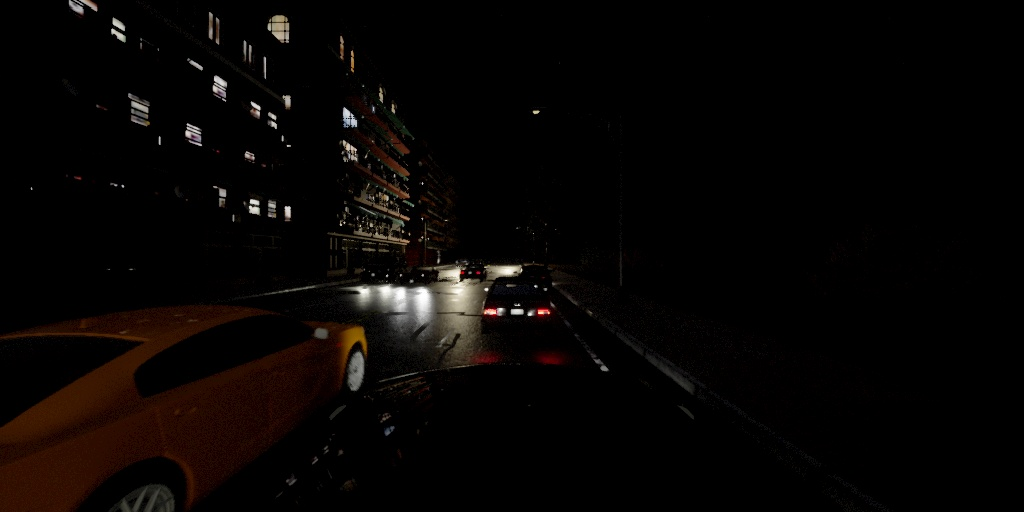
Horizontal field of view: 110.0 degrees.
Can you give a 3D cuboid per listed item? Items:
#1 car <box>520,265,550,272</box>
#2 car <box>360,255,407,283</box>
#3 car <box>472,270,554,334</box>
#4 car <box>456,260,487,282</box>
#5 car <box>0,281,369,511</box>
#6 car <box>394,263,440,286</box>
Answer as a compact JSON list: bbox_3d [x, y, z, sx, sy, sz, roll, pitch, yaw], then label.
[{"bbox_3d":[1.171,1.257,20.240,1.837,1.490,4.892,0,0,0],"label":"car"},{"bbox_3d":[-9.802,0.973,28.083,2.150,2.045,5.566,0,0,0],"label":"car"},{"bbox_3d":[0.117,1.299,10.551,2.033,1.411,5.357,0,0,0],"label":"car"},{"bbox_3d":[-3.095,1.299,29.045,2.033,1.411,5.357,0,0,0],"label":"car"},{"bbox_3d":[-3.150,1.228,3.519,1.882,1.535,5.008,0,0,0],"label":"car"},{"bbox_3d":[-6.556,1.353,25.647,1.895,1.301,4.718,0,0,0],"label":"car"}]
